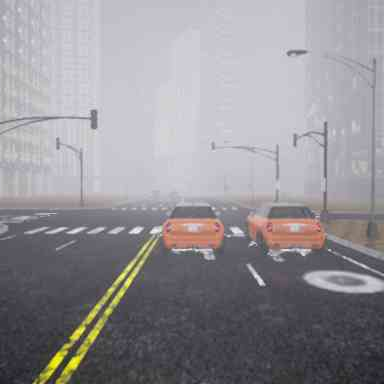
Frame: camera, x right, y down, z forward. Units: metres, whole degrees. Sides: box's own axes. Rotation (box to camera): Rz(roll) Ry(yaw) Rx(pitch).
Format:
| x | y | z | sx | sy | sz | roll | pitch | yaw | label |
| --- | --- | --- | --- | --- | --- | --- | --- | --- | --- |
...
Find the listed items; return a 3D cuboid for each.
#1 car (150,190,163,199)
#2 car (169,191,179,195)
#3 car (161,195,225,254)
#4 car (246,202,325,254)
| x | y | z | sx | sy | sz | roll | pitch | yaw | label |
| --- | --- | --- | --- | --- | --- | --- | --- | --- | --- |
| -6.541 | 0.382 | 61.365 | 2.097 | 1.767 | 4.553 | 0 | 1 | 1 | car |
| -3.290 | 0.555 | 61.404 | 1.812 | 1.442 | 4.674 | 0 | 1 | 1 | car |
| 0.052 | 1.160 | 12.738 | 2.097 | 1.767 | 4.553 | 0 | 1 | 1 | car |
| 3.349 | 1.160 | 12.737 | 2.097 | 1.767 | 4.553 | 0 | 1 | 2 | car |
